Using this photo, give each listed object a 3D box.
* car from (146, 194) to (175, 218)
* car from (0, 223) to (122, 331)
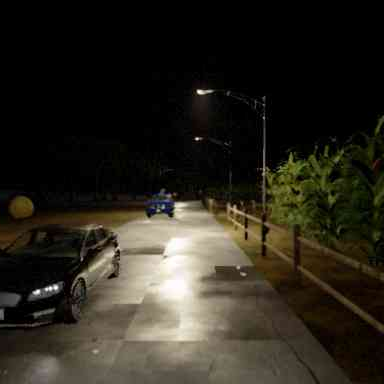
[{"bbox_3d":[-2.729,1.199,29.932,2.150,2.045,5.566,0,0,0],"label":"car"},{"bbox_3d":[-2.825,1.470,7.172,2.128,1.511,4.902,0,0,0],"label":"car"}]
